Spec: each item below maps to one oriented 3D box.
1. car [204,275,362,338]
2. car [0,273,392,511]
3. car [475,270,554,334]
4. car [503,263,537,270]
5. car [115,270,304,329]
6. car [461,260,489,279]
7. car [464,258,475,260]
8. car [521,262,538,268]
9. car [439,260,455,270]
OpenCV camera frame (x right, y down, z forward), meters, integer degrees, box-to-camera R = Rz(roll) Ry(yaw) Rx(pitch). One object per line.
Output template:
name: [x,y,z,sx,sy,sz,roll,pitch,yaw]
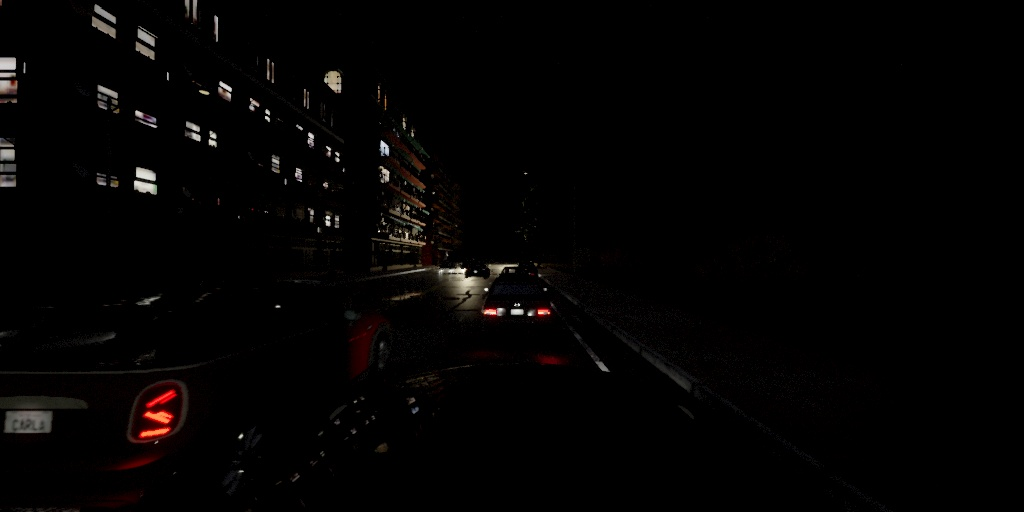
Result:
car: [-6.587,1.352,11.126,1.895,1.301,4.718,0,0,0]
car: [-3.148,1.103,4.466,2.097,1.767,4.553,0,0,0]
car: [0.113,1.299,10.538,2.033,1.411,5.357,0,0,0]
car: [0.124,1.301,20.899,2.033,1.411,5.357,0,0,0]
car: [-9.835,1.299,12.484,2.033,1.411,5.357,0,0,0]
car: [-3.110,1.317,32.588,1.994,1.385,4.181,0,0,0]
car: [-6.524,1.105,54.544,2.097,1.767,4.553,0,0,0]
car: [1.174,1.259,30.666,1.837,1.490,4.892,0,0,0]
car: [-9.774,1.278,54.359,1.812,1.442,4.674,0,0,0]
